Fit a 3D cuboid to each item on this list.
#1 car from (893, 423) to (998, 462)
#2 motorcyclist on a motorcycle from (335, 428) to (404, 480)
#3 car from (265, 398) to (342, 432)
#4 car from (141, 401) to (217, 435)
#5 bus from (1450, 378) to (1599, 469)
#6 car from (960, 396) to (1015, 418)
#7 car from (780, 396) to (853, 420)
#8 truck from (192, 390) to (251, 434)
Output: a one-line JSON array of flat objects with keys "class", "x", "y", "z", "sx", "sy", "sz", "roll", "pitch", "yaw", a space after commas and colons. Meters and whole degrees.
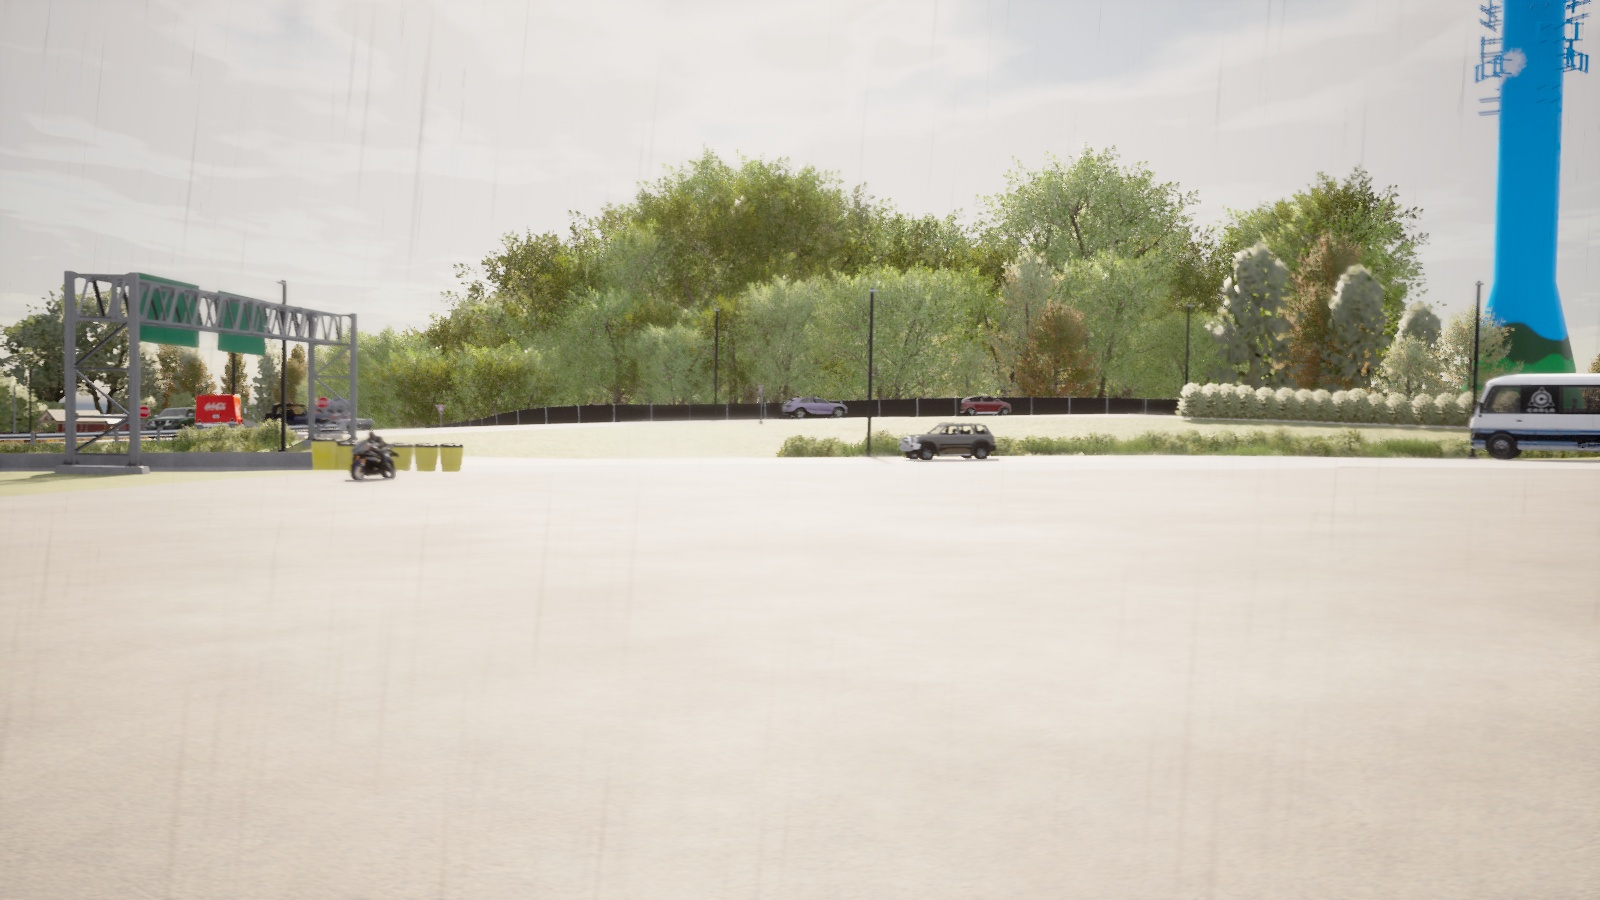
[{"class": "car", "x": 7.025, "y": -0.389, "z": 60.710, "sx": 4.605, "sy": 1.855, "sz": 1.932, "roll": 0, "pitch": 2, "yaw": -17}, {"class": "motorcyclist on a motorcycle", "x": -12.991, "y": 0.098, "z": 37.985, "sx": 0.866, "sy": 1.530, "sz": 2.191, "roll": 1, "pitch": 1, "yaw": 15}, {"class": "car", "x": -28.729, "y": -2.035, "z": 72.656, "sx": 3.866, "sy": 1.878, "sz": 1.905, "roll": -2, "pitch": 3, "yaw": -30}, {"class": "car", "x": -40.211, "y": -2.065, "z": 81.484, "sx": 2.150, "sy": 2.045, "sz": 5.566, "roll": -2, "pitch": 1, "yaw": -2}, {"class": "bus", "x": 37.563, "y": -1.281, "z": 60.740, "sx": 10.273, "sy": 4.253, "sz": 3.944, "roll": 2, "pitch": 2, "yaw": 36}, {"class": "car", "x": 13.808, "y": -3.153, "z": 92.619, "sx": 3.705, "sy": 1.549, "sz": 1.789, "roll": -1, "pitch": 2, "yaw": -1}, {"class": "car", "x": 1.164, "y": -3.047, "z": 90.889, "sx": 4.856, "sy": 1.649, "sz": 2.033, "roll": -1, "pitch": 2, "yaw": -17}, {"class": "truck", "x": -36.425, "y": -2.386, "z": 79.239, "sx": 2.627, "sy": 2.467, "sz": 5.204, "roll": -2, "pitch": 0, "yaw": -17}]
